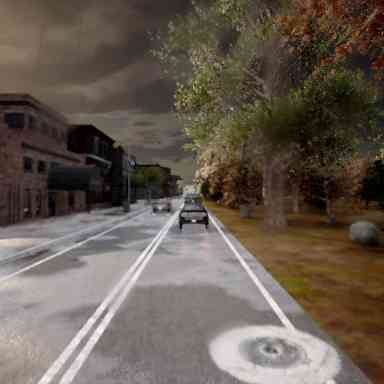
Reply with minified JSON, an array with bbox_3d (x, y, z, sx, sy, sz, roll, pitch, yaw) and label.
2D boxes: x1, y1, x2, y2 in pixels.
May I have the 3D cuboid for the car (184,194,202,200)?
[{"bbox_3d":[0.126,1.221,42.207,2.150,2.045,5.566,0,0,0],"label":"car"}]

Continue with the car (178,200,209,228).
[{"bbox_3d":[0.115,1.498,22.220,2.128,1.511,4.902,0,0,0],"label":"car"}]

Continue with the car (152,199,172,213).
[{"bbox_3d":[-3.251,1.495,36.721,2.128,1.511,4.902,0,0,1],"label":"car"}]
